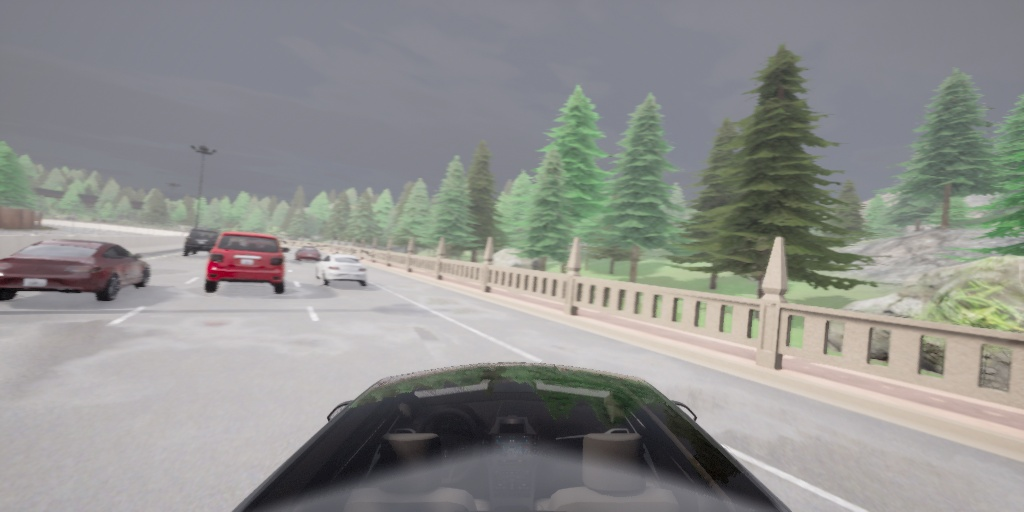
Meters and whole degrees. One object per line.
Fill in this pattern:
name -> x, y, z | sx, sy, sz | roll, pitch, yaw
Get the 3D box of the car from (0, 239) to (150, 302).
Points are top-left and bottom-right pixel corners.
car -> -11.387, 0.290, 9.540 | 1.812, 1.442, 4.674 | 5, 0, -34

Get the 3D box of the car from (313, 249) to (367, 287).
car -> -8.394, 0.611, 17.629 | 1.812, 1.442, 4.674 | 5, 0, -34

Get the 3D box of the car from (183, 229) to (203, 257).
car -> -23.346, -0.986, 27.506 | 2.150, 2.045, 5.566 | 5, 0, -34

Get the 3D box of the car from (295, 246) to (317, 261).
car -> -19.139, -0.223, 33.726 | 1.994, 1.385, 4.181 | 5, 0, -34

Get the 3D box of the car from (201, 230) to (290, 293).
car -> -9.822, 0.152, 13.522 | 2.150, 2.045, 5.566 | 5, 0, -34
